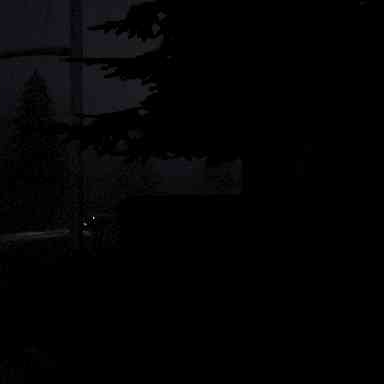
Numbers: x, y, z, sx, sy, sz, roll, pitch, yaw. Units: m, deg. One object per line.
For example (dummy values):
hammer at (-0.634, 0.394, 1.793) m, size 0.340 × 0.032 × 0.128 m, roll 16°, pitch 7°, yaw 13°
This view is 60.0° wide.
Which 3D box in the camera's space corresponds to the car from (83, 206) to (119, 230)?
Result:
car at (-5.019, 1.586, 21.412) m, size 1.895 × 1.301 × 4.718 m, roll 0°, pitch 0°, yaw 36°
